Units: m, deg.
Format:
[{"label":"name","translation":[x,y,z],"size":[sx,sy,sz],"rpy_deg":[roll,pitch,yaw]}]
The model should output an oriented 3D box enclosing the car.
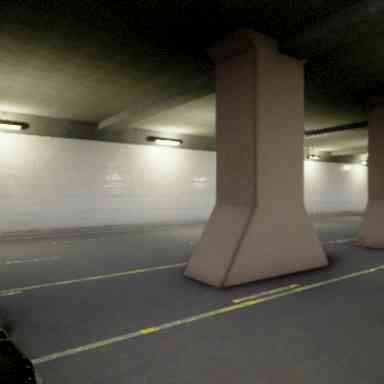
[{"label":"car","translation":[-3.166,1.601,1.487],"size":[4.718,1.301,1.895],"rpy_deg":[0,0,-36]}]
